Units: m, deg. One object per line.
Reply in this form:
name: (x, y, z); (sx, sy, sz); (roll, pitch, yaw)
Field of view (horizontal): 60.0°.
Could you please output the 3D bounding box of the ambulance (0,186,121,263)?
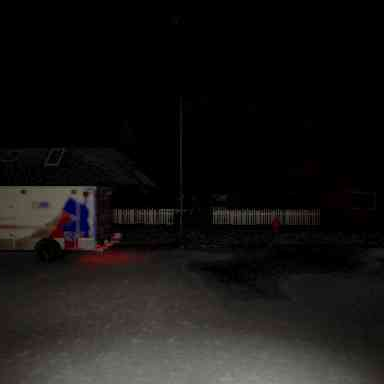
ambulance: (-5.867, 1.031, 11.554); (6.366, 2.431, 2.351); (0, 0, 0)
